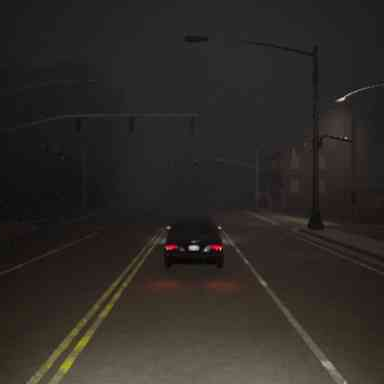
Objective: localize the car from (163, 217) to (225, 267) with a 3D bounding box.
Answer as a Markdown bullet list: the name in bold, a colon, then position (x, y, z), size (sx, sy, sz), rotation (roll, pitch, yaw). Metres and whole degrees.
- **car**: position (0.072, 1.556, 11.467), size (2.033, 1.411, 5.357), rotation (0, 0, 0)
